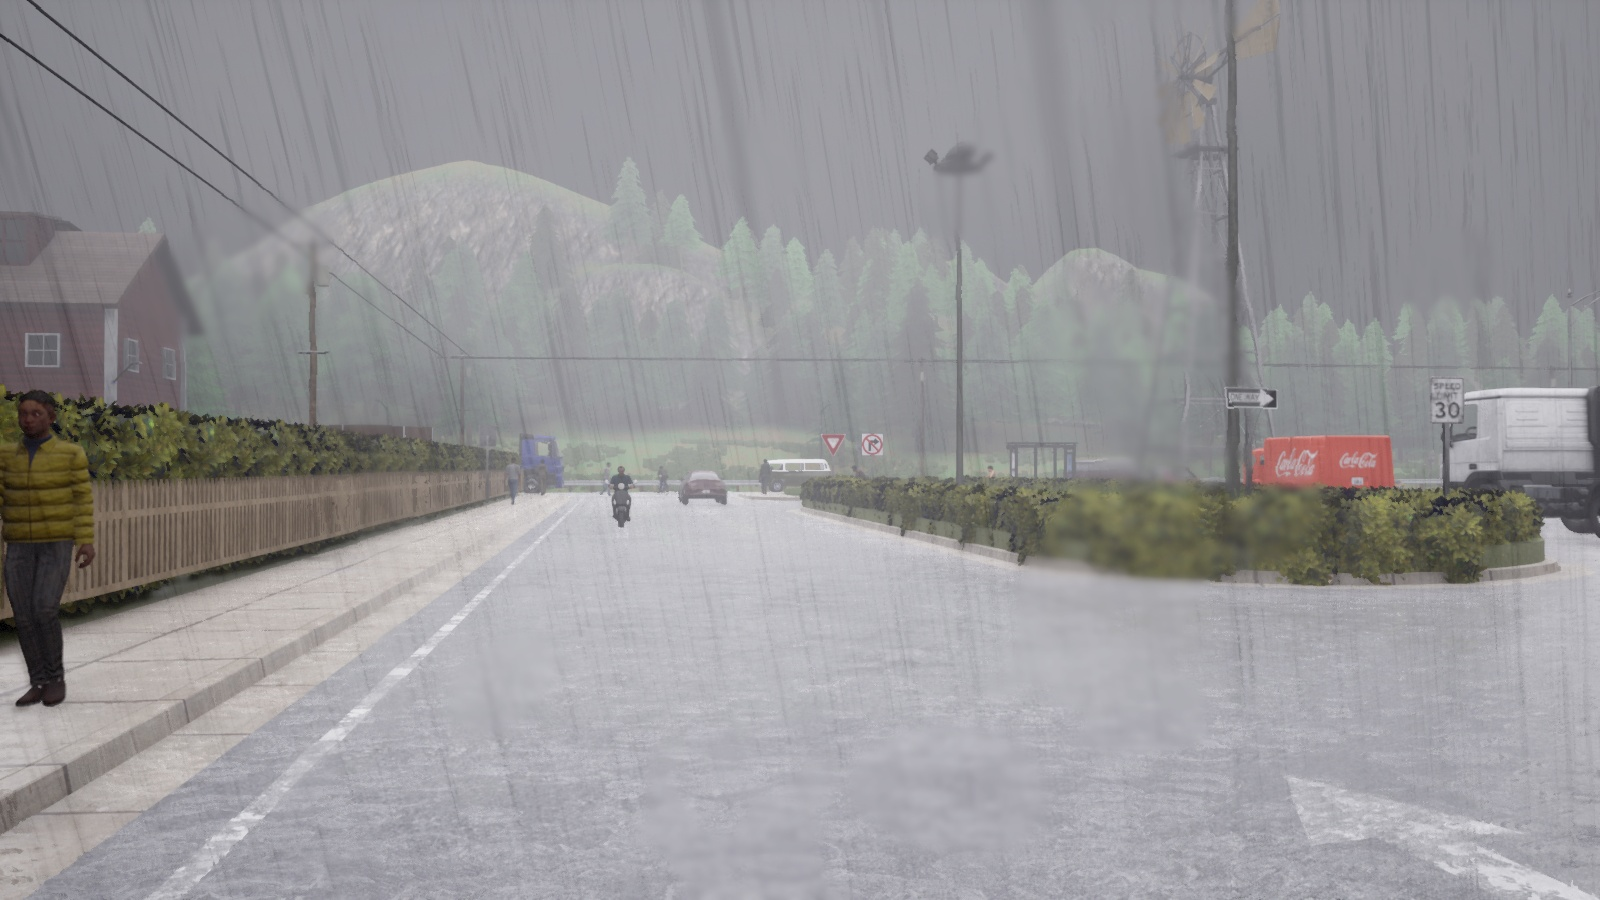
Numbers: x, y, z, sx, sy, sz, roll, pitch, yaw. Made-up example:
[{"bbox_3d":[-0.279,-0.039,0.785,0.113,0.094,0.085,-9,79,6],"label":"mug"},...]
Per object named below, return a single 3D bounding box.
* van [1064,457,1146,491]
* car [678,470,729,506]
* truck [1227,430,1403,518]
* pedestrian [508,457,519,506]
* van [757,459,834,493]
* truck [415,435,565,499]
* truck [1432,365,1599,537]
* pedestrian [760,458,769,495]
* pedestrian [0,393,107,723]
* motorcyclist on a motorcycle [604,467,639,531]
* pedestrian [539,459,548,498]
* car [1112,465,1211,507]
[{"bbox_3d":[18.413,1.430,75.940,4.442,1.987,1.775,0,-1,-8],"label":"van"},{"bbox_3d":[-4.170,1.598,53.627,1.812,1.442,4.674,0,-1,-8],"label":"car"},{"bbox_3d":[15.538,0.708,38.288,2.627,2.467,5.204,0,-1,-9],"label":"truck"},{"bbox_3d":[-10.874,1.205,47.631,0.354,1.836,0.706,0,-1,-9],"label":"pedestrian"},{"bbox_3d":[-0.302,1.575,76.834,4.480,2.038,2.069,0,-1,-8],"label":"van"},{"bbox_3d":[-17.392,0.938,70.897,7.936,3.462,2.891,0,-1,-8],"label":"truck"},{"bbox_3d":[17.350,0.041,26.812,2.891,3.462,7.936,0,-1,-7],"label":"truck"},{"bbox_3d":[-1.803,1.344,63.790,0.353,1.847,0.614,0,-1,-14],"label":"pedestrian"},{"bbox_3d":[-4.450,0.608,7.375,0.431,1.840,0.709,0,-1,-7],"label":"pedestrian"},{"bbox_3d":[-4.614,1.245,32.495,0.866,1.590,1.817,0,-1,-8],"label":"motorcyclist on a motorcycle"},{"bbox_3d":[-12.693,1.415,62.070,0.396,1.930,0.692,0,-1,-8],"label":"pedestrian"},{"bbox_3d":[13.666,1.352,47.684,1.845,1.501,3.633,0,-1,-19],"label":"car"}]
